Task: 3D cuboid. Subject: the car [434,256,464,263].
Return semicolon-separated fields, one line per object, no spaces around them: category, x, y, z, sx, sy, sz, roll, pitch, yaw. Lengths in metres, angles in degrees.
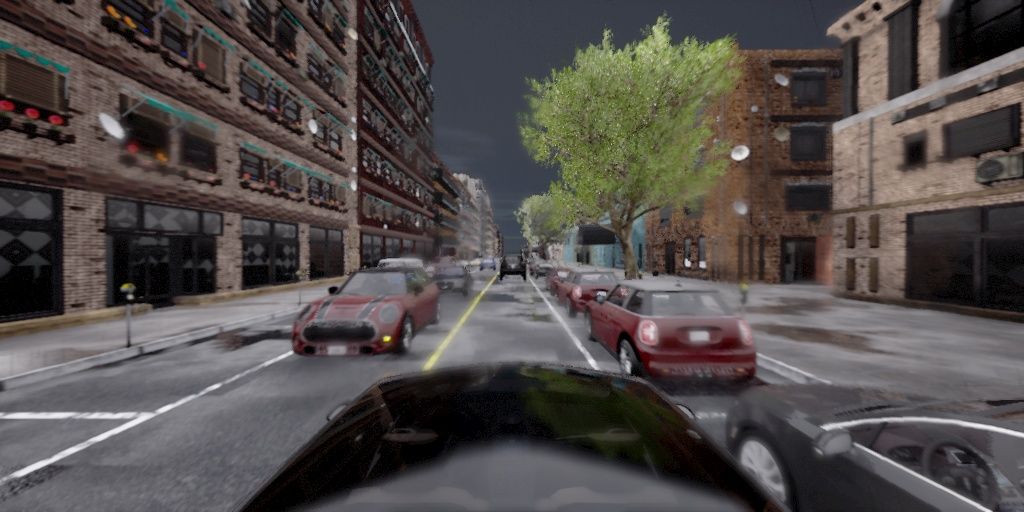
car;-5.700;0.959;29.865;2.192;1.841;5.009;0;0;0

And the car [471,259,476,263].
car;-5.703;1.161;41.258;2.007;1.370;4.403;0;0;0

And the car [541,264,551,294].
car;2.685;1.266;18.474;1.802;1.307;4.207;0;0;0

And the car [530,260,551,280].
car;2.681;1.195;29.867;2.007;1.370;4.403;0;0;0

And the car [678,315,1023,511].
car;2.691;1.302;1.383;2.007;1.370;4.403;0;0;0

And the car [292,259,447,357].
car;-3.101;1.074;8.618;2.097;1.767;4.553;0;0;0

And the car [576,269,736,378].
car;2.689;1.168;7.080;1.967;1.591;4.097;0;0;0

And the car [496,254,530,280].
car;0.085;0.869;29.779;2.150;2.045;5.566;0;0;0

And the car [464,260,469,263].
car;-5.702;1.192;35.563;1.948;1.339;4.313;0;0;0

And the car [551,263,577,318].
car;2.687;1.146;12.776;1.967;1.591;4.097;0;0;0

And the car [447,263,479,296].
car;-3.091;1.247;18.633;1.994;1.385;4.181;0;0;0

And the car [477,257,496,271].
car;-3.017;1.130;45.393;1.812;1.442;4.674;0;0;0
